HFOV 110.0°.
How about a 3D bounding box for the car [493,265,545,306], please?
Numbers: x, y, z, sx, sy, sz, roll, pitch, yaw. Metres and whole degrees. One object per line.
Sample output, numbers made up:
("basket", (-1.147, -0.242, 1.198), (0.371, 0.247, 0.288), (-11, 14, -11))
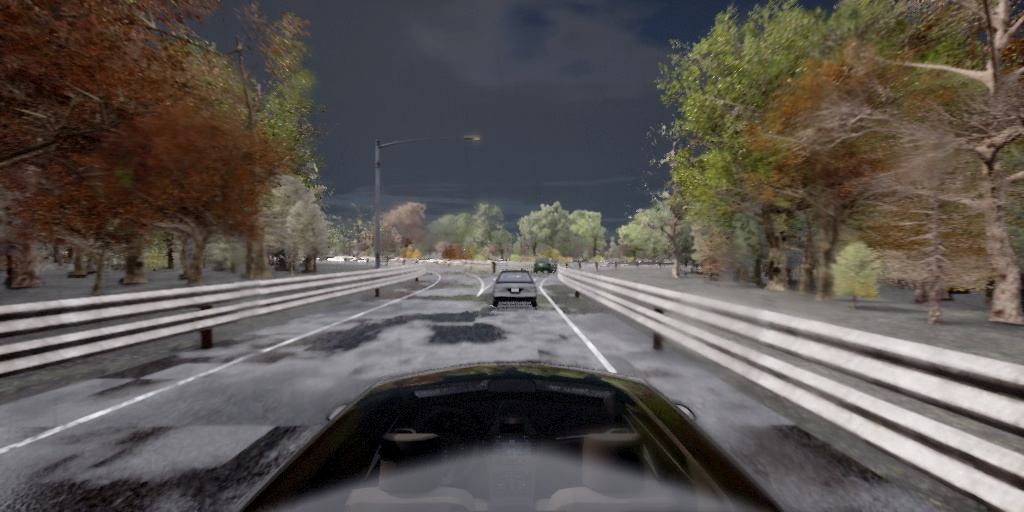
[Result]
("car", (0.118, 1.329, 16.052), (2.033, 1.411, 5.357), (0, 0, 0))

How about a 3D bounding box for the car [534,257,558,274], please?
("car", (4.393, 1.210, 45.558), (2.150, 2.045, 5.566), (-1, 0, 19))
